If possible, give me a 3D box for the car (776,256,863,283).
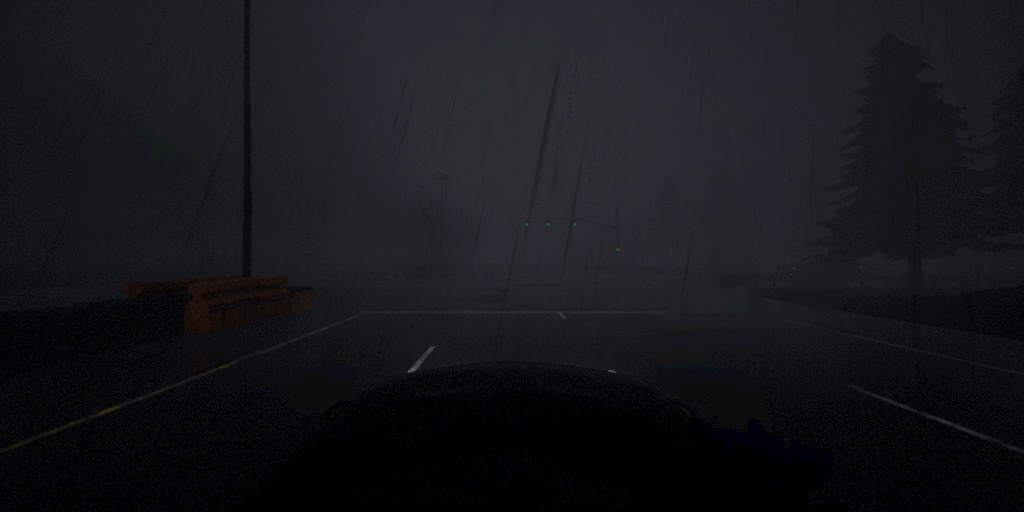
[{"bbox_3d":[24.628,1.040,28.846,5.566,2.045,2.150,0,0,8],"label":"car"}]

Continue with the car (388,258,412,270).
[{"bbox_3d":[-17.669,1.442,56.238,1.812,1.442,4.674,0,1,0],"label":"car"}]
